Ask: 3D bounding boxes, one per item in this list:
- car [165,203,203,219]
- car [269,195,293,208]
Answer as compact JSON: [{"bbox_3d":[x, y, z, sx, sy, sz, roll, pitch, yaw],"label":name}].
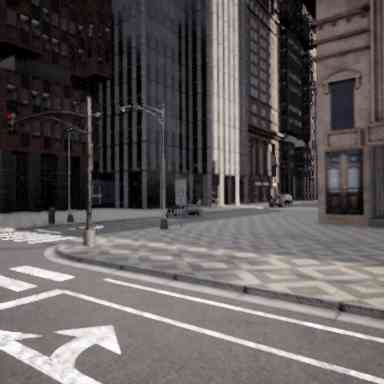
[{"bbox_3d":[-0.725,1.727,31.487,1.994,1.385,4.181,-1,0,36],"label":"car"},{"bbox_3d":[13.830,1.423,51.513,2.150,2.045,5.566,-1,-1,36],"label":"car"}]
